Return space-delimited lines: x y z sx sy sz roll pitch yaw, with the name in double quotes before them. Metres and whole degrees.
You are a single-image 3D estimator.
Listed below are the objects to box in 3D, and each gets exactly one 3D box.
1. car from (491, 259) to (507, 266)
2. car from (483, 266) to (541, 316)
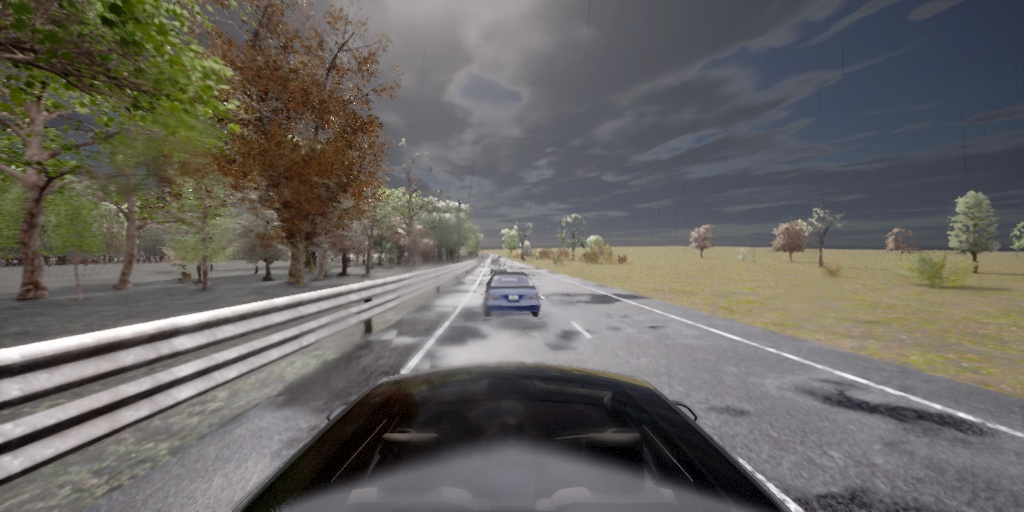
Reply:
"car" -1.446 1.275 39.222 1.895 1.301 4.718 0 0 -3
"car" -0.085 1.279 13.227 2.033 1.411 5.357 0 0 -3
